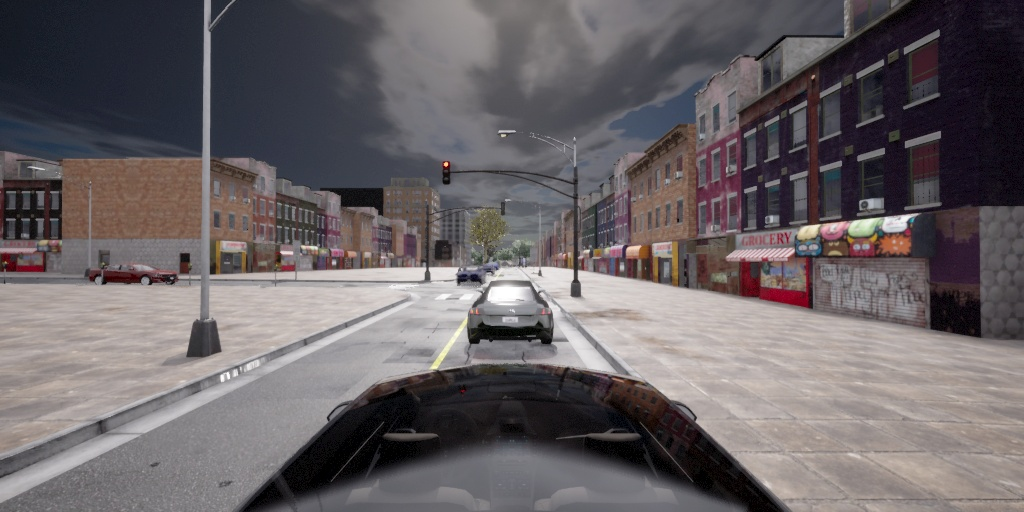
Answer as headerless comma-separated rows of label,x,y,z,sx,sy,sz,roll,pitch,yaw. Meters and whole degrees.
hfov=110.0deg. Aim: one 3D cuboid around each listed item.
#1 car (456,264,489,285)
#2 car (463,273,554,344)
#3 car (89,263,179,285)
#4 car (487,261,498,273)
car,-2.979,1.435,26.814,1.895,1.301,4.718,0,-1,0
car,-0.036,1.325,9.612,1.994,1.385,4.181,0,0,0
car,-23.352,1.118,22.232,4.507,1.381,1.888,0,0,0
car,-3.085,1.595,43.614,1.895,1.301,4.718,0,-1,-1
